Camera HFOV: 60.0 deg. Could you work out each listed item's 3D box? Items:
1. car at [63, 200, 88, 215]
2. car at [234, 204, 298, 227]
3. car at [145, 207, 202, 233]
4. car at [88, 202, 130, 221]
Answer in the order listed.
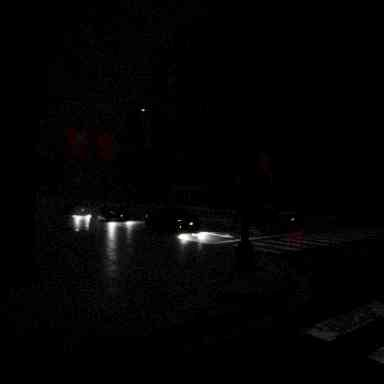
[{"bbox_3d":[-12.712,1.622,36.369,2.128,1.511,4.902,0,0,-35],"label":"car"},{"bbox_3d":[5.006,1.554,23.185,2.128,1.511,4.902,0,0,-36],"label":"car"},{"bbox_3d":[-1.207,1.619,20.347,1.994,1.385,4.181,0,0,-36],"label":"car"},{"bbox_3d":[-6.944,1.619,28.334,1.812,1.442,4.674,0,0,-36],"label":"car"}]
